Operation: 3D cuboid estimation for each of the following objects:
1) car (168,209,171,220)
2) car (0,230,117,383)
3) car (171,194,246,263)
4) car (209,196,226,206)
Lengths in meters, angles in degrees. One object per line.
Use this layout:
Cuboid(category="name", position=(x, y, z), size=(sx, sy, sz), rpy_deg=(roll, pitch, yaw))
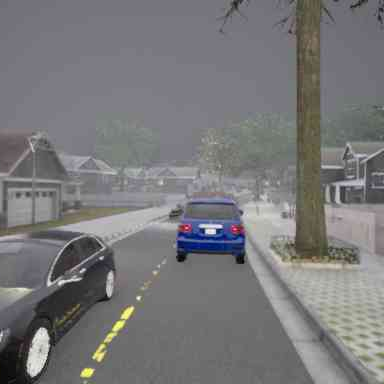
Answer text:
Cuboid(category="car", position=(-0.653, 1.570, 27.440), size=(1.895, 1.301, 4.718), rpy_deg=(1, 0, 8))
Cuboid(category="car", position=(-2.620, 1.464, 5.424), size=(1.837, 1.490, 4.892), rpy_deg=(1, 0, 3))
Cuboid(category="car", position=(0.731, 1.230, 12.246), size=(2.150, 2.045, 5.566), rpy_deg=(1, 0, 4))
Cuboid(category="car", position=(4.298, 1.374, 54.771), size=(2.033, 1.411, 5.357), rpy_deg=(1, 1, 13))
